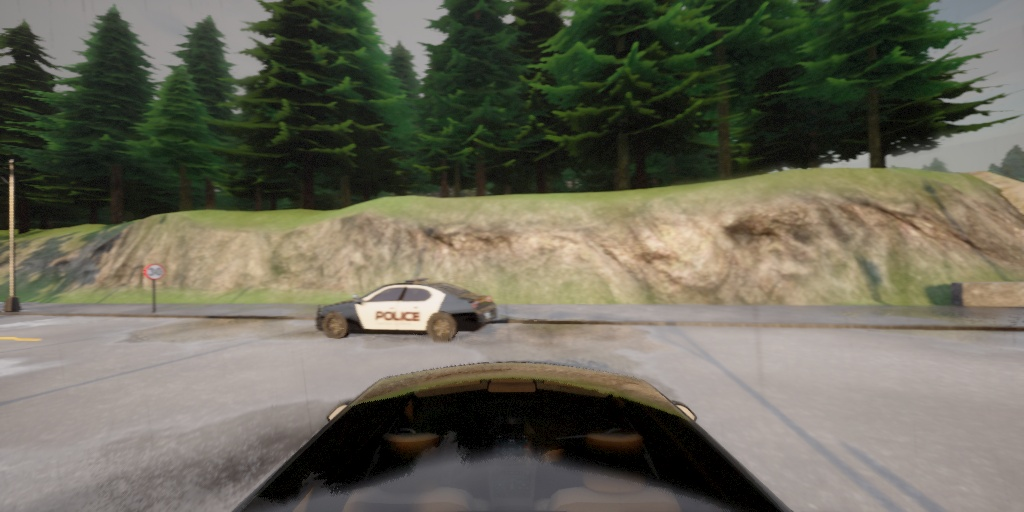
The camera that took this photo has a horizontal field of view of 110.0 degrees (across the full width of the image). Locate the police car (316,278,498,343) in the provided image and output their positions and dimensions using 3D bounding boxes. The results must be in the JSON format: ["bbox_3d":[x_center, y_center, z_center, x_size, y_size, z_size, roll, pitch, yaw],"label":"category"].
[{"bbox_3d":[-2.980,1.442,9.971,4.974,1.542,2.038,-2,-1,13],"label":"police car"}]
